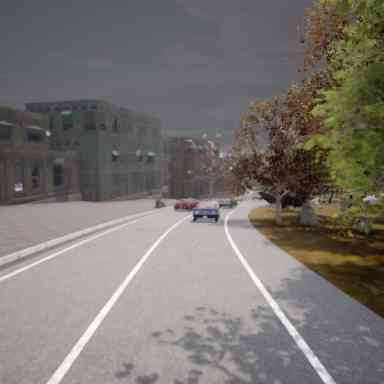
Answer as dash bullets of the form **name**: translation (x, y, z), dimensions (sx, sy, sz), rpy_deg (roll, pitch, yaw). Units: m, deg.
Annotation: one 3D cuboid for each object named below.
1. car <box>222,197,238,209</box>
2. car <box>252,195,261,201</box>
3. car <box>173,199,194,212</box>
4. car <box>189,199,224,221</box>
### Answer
- **car**: translation (4.764, 1.390, 43.939), dimensions (2.033, 1.411, 5.357), rpy_deg (2, 0, 17)
- **car**: translation (15.175, 1.219, 75.301), dimensions (1.882, 1.535, 5.008), rpy_deg (3, 1, 30)
- **car**: translation (-0.592, 1.407, 35.884), dimensions (1.895, 1.301, 4.718), rpy_deg (1, 1, 12)
- **car**: translation (1.243, 1.514, 26.186), dimensions (1.895, 1.301, 4.718), rpy_deg (1, 0, 7)
